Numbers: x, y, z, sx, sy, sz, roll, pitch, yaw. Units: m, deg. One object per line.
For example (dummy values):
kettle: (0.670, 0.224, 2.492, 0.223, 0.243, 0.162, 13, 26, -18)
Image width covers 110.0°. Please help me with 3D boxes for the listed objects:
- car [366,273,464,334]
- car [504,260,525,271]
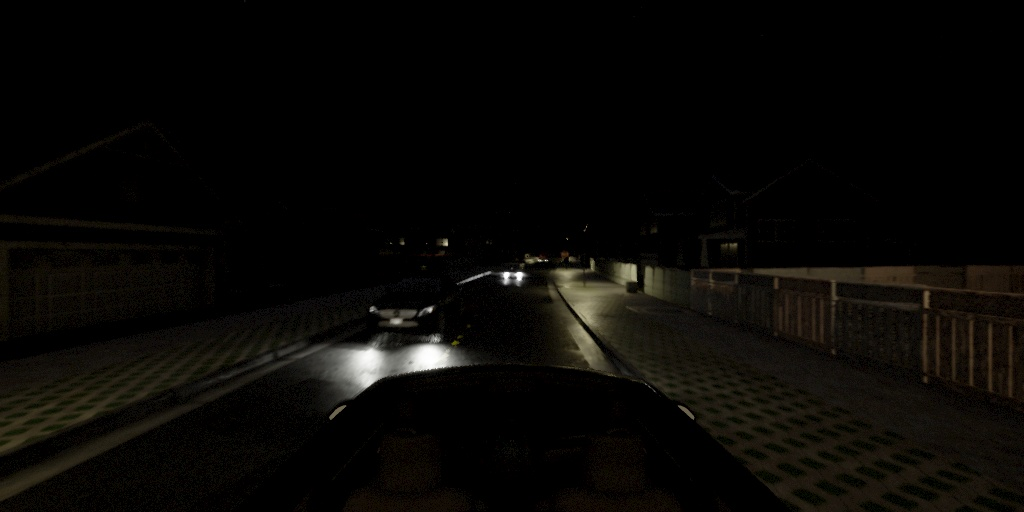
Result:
car: (-2.618, 1.263, 10.723, 1.812, 1.442, 4.674, 0, 0, 2)
car: (0.345, 1.079, 42.119, 1.895, 1.301, 4.718, 0, 1, 9)
